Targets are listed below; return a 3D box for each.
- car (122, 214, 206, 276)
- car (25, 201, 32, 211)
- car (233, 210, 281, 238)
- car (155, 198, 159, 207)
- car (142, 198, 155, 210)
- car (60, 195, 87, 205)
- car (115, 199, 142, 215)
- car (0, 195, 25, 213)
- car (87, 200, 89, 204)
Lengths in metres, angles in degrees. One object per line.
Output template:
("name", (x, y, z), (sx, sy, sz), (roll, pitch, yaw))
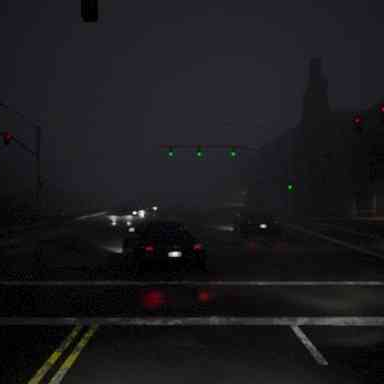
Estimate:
("car", (-1.024, 1.616, 10.666), (1.994, 1.385, 4.181), (0, 0, -16))
("car", (-21.405, 1.347, 39.617), (3.866, 1.878, 1.905), (0, 0, 0))
("car", (3.459, 1.651, 18.213), (1.994, 1.385, 4.181), (0, 0, 0))
("car", (-6.679, 1.795, 56.684), (1.812, 1.442, 4.674), (0, 0, 2))
("car", (-7.006, 1.714, 46.577), (2.128, 1.511, 4.902), (0, 0, 2))
("car", (-21.425, 1.439, 59.240), (3.866, 1.878, 1.905), (0, 0, 0))
("car", (-7.210, 1.654, 37.026), (1.882, 1.535, 5.008), (0, 0, 1))
("car", (-21.461, 1.330, 36.723), (4.605, 1.855, 1.932), (0, 0, 0))
("car", (-21.412, 1.692, 62.134), (3.806, 1.475, 1.970), (0, 0, 0))
